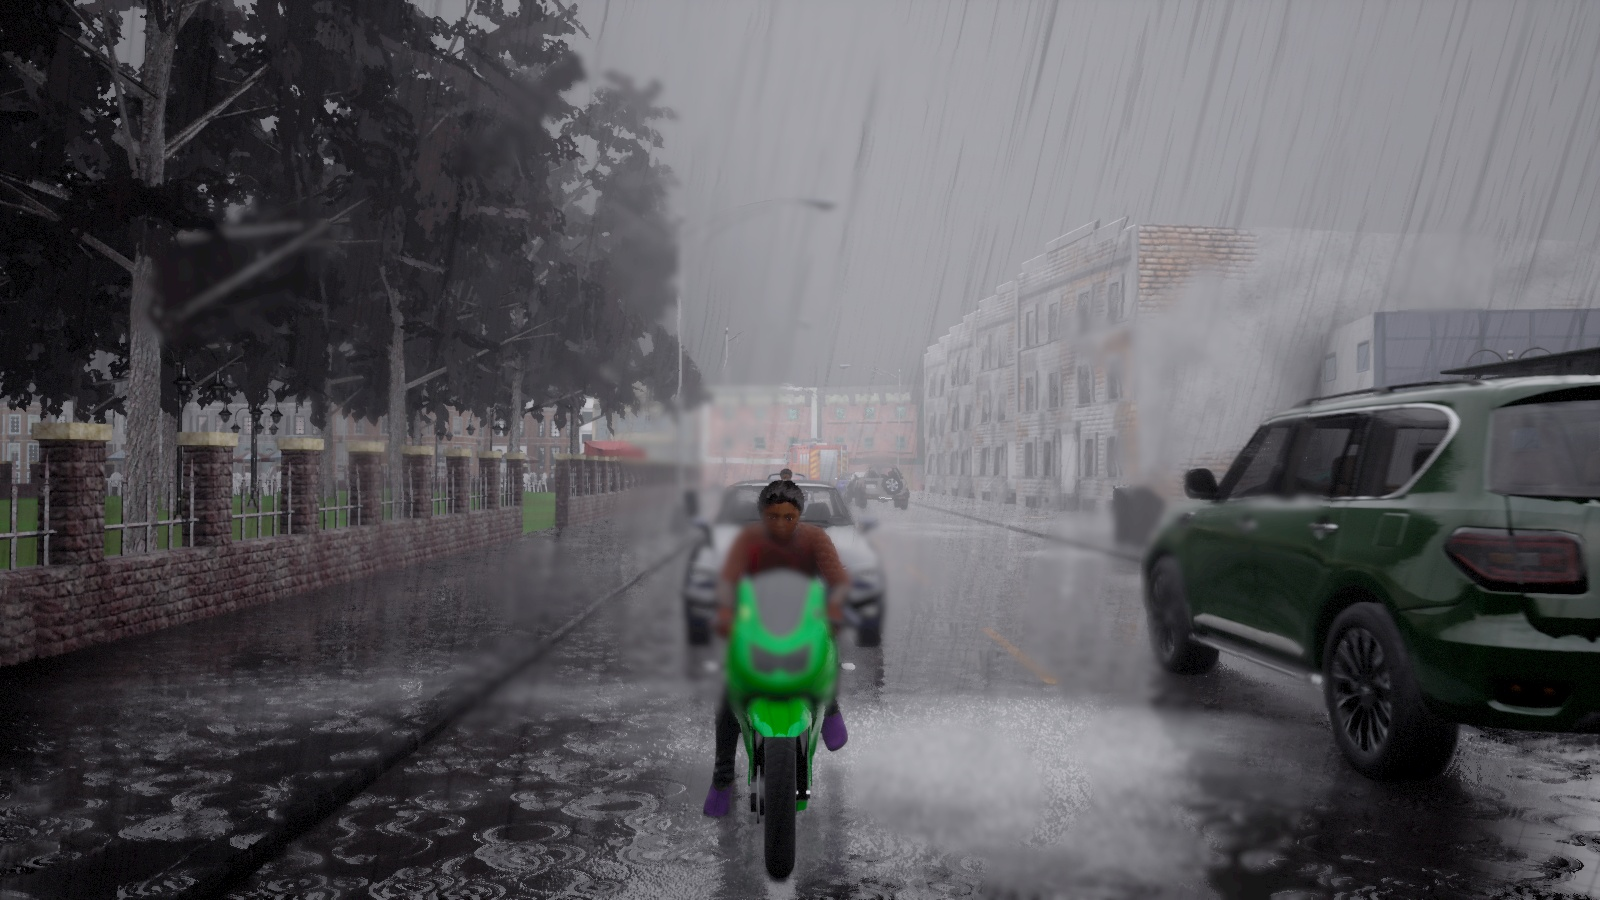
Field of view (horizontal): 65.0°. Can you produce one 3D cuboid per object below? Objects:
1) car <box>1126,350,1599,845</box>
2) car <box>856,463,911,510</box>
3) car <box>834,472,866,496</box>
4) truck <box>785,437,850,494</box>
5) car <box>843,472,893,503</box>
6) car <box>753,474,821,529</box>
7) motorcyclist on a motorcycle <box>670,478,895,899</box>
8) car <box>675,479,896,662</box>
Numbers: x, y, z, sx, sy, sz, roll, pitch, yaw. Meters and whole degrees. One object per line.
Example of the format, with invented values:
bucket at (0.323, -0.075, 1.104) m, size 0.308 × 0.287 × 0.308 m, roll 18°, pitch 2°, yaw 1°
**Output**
car at (3.902, 0.652, 7.995) m, size 2.150 × 2.045 × 5.566 m, roll 0°, pitch -1°, yaw -1°
car at (3.449, 1.496, 52.461) m, size 1.932 × 1.855 × 4.605 m, roll 0°, pitch -1°, yaw 0°
car at (3.144, 2.156, 80.022) m, size 1.816 × 1.474 × 4.193 m, roll 0°, pitch -1°, yaw -1°
truck at (1.131, 1.140, 89.524) m, size 2.891 × 3.827 × 8.468 m, roll 0°, pitch -1°, yaw -11°
car at (3.337, 1.852, 62.729) m, size 2.163 × 1.488 × 4.792 m, roll 0°, pitch -1°, yaw -1°
car at (-0.372, 1.435, 36.138) m, size 1.845 × 1.501 × 3.633 m, roll 0°, pitch -1°, yaw -1°
motorcyclist on a motorcycle at (-0.073, 0.890, 5.518) m, size 0.797 × 1.523 × 2.044 m, roll 0°, pitch -1°, yaw -1°
car at (-0.140, 1.037, 12.438) m, size 1.816 × 1.474 × 4.193 m, roll 0°, pitch -1°, yaw -1°
